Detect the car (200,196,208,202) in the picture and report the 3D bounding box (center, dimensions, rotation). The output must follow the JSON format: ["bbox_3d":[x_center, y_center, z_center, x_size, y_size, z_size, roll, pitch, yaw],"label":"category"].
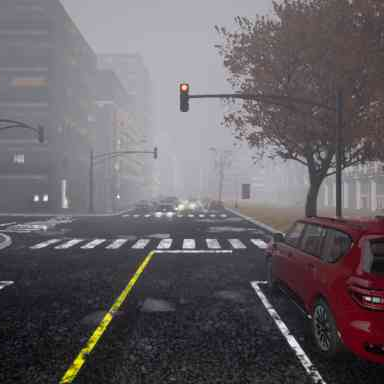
[{"bbox_3d":[2.786,1.584,77.130,1.752,1.417,4.829,0,0,0],"label":"car"}]

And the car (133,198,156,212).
[{"bbox_3d":[-5.642,1.563,38.242,2.008,1.369,4.403,0,0,0],"label":"car"}]

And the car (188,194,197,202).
[{"bbox_3d":[0.100,1.417,79.328,2.097,1.767,4.553,0,0,0],"label":"car"}]

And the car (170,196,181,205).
[{"bbox_3d":[-2.989,1.516,61.841,1.882,1.535,5.008,0,0,0],"label":"car"}]

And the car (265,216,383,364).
[{"bbox_3d":[2.699,1.315,5.843,2.192,1.841,5.009,0,0,0],"label":"car"}]

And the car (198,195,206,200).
[{"bbox_3d":[2.807,1.638,93.558,2.008,1.369,4.403,0,0,0],"label":"car"}]

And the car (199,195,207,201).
[{"bbox_3d":[2.800,1.621,88.026,1.887,1.381,4.507,0,0,0],"label":"car"}]

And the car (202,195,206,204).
[{"bbox_3d":[2.752,1.548,49.467,1.752,1.417,4.829,0,0,0],"label":"car"}]

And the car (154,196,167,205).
[{"bbox_3d":[-5.614,1.476,60.373,1.967,1.590,4.097,0,0,0],"label":"car"}]

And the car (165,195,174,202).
[{"bbox_3d":[-5.587,1.507,82.504,1.967,1.590,4.097,0,0,0],"label":"car"}]

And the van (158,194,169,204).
[{"bbox_3d":[-5.608,1.384,65.906,1.690,1.788,3.998,0,0,0],"label":"van"}]

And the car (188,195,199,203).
[{"bbox_3d":[0.184,1.648,69.261,1.895,1.301,4.718,0,0,0],"label":"car"}]

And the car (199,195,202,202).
[{"bbox_3d":[2.773,1.625,65.894,1.802,1.307,4.206,0,0,0],"label":"car"}]

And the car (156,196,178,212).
[{"bbox_3d":[-3.050,1.561,39.534,2.033,1.411,5.357,0,0,0],"label":"car"}]

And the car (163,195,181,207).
[{"bbox_3d":[-3.034,1.377,49.650,2.097,1.767,4.553,0,0,0],"label":"car"}]

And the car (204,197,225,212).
[{"bbox_3d":[2.738,1.557,38.231,1.887,1.381,4.507,0,0,0],"label":"car"}]
